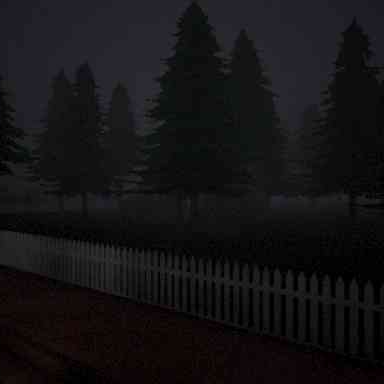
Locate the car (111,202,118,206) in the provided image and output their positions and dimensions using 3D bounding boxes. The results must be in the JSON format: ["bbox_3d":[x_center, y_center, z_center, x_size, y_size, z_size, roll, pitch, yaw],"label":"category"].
[{"bbox_3d":[-9.727,1.563,53.048,2.033,1.411,5.357,0,0,34],"label":"car"}]

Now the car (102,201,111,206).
[{"bbox_3d":[-12.626,1.484,55.008,1.882,1.535,5.008,0,0,34],"label":"car"}]

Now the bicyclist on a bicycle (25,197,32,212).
[{"bbox_3d":[-17.261,1.301,34.966,1.656,1.620,0.582,0,0,34],"label":"bicyclist on a bicycle"}]
